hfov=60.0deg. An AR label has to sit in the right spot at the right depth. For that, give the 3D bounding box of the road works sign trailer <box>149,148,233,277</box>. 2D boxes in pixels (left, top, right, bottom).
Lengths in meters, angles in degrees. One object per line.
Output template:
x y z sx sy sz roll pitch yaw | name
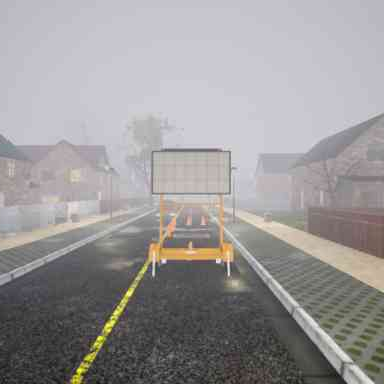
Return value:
-0.026 0.473 10.221 2.380 3.560 2.880 0 0 0 | road works sign trailer

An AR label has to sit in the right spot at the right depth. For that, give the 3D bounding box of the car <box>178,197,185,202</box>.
-2.983 2.081 89.909 1.812 1.442 4.674 0 -1 0 | car

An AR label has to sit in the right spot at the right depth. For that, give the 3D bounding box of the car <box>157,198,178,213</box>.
-2.950 1.602 38.606 1.882 1.535 5.008 0 0 0 | car
